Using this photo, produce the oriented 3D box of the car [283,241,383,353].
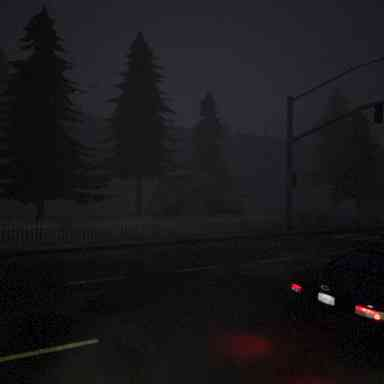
[{"bbox_3d":[4.145,1.592,5.912,5.357,1.411,2.033,0,0,-27],"label":"car"}]
